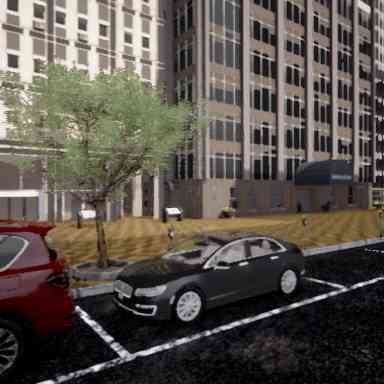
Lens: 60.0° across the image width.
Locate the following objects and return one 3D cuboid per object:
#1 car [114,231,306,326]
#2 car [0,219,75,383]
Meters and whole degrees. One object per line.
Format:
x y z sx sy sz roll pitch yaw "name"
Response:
0.565 1.541 6.966 4.403 1.369 2.008 0 0 -36 "car"
-3.933 1.318 3.758 5.009 1.841 2.192 0 0 -35 "car"
